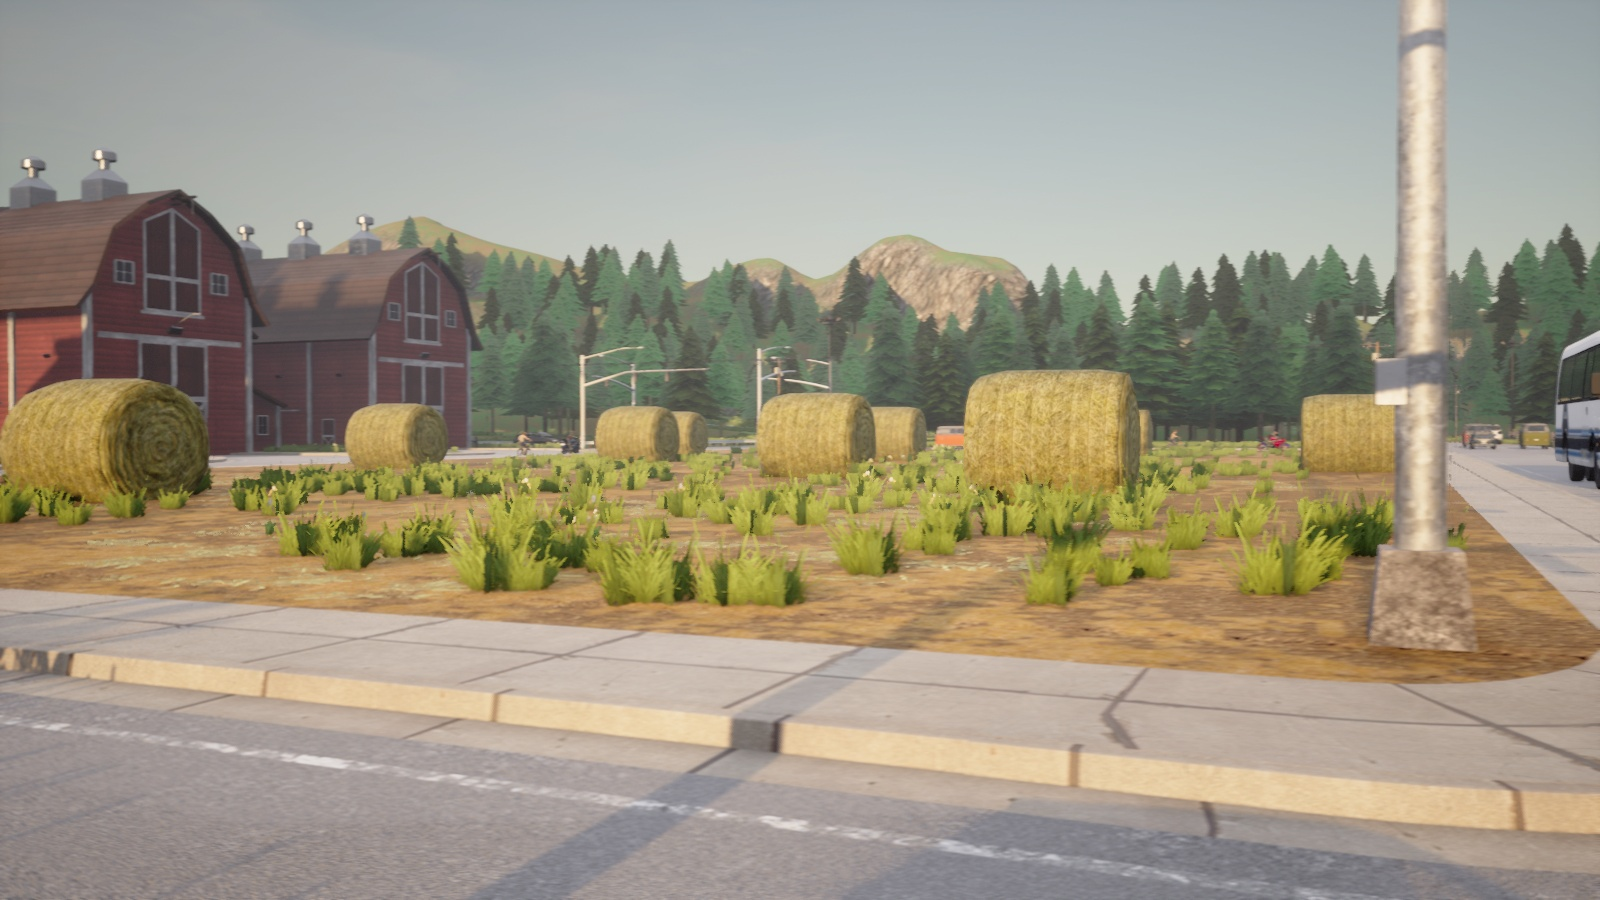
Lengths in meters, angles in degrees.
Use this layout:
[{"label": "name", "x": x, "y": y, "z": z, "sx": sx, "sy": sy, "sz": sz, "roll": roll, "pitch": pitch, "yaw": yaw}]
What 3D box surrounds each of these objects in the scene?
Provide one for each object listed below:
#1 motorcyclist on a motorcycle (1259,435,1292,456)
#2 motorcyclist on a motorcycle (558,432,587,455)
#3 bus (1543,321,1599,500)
[{"label": "motorcyclist on a motorcycle", "x": 34.226, "y": -0.324, "z": 90.427, "sx": 2.191, "sy": 1.530, "sz": 0.866, "roll": 1, "pitch": 1, "yaw": 23}, {"label": "motorcyclist on a motorcycle", "x": -15.406, "y": -0.479, "z": 85.061, "sx": 0.866, "sy": 1.530, "sz": 2.191, "roll": 1, "pitch": 1, "yaw": 22}, {"label": "bus", "x": 22.816, "y": -0.985, "z": 33.761, "sx": 3.944, "sy": 4.253, "sz": 10.273, "roll": 1, "pitch": 1, "yaw": 25}]
